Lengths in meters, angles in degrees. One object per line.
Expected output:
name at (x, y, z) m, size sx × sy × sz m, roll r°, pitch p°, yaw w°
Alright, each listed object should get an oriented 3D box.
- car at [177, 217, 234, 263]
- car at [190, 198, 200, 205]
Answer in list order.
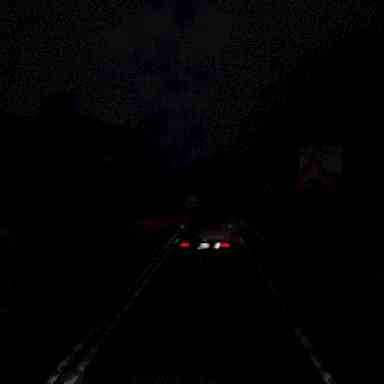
car at (0.540, 1.621, 12.248) m, size 2.033 × 1.411 × 5.357 m, roll 0°, pitch 0°, yaw 4°
car at (0.711, 1.900, 66.512) m, size 1.812 × 1.442 × 4.674 m, roll 0°, pitch -1°, yaw 4°
